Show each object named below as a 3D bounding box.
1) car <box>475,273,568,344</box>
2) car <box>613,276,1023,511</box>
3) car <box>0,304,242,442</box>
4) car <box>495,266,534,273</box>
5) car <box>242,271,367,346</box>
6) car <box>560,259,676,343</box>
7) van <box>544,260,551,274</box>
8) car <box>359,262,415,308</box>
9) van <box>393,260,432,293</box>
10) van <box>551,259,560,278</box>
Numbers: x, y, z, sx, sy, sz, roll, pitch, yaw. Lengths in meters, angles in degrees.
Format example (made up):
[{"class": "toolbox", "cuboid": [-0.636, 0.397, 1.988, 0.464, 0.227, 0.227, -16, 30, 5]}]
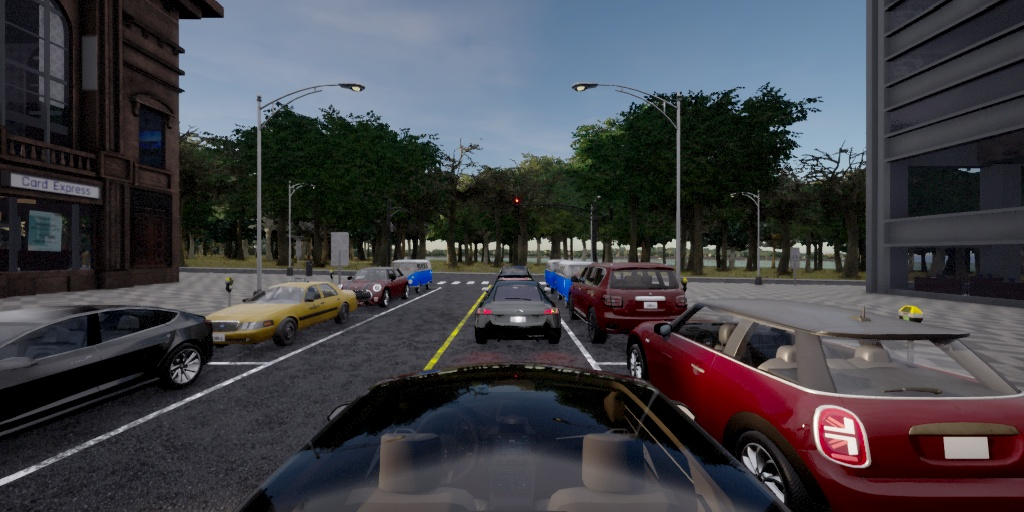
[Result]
[{"class": "car", "cuboid": [0.121, 1.314, 9.607, 1.994, 1.385, 4.181, 0, 0, 0]}, {"class": "car", "cuboid": [2.767, 1.190, 4.120, 1.967, 1.591, 4.097, 0, 0, 0]}, {"class": "car", "cuboid": [-5.758, 1.316, 4.138, 1.948, 1.339, 4.313, 0, 0, 0]}, {"class": "car", "cuboid": [0.136, 1.243, 18.488, 2.128, 1.511, 4.902, 0, 0, 0]}, {"class": "car", "cuboid": [-5.747, 1.275, 9.406, 1.751, 1.417, 4.829, 0, 0, 0]}, {"class": "car", "cuboid": [2.779, 1.065, 9.558, 2.192, 1.841, 5.009, 0, 0, 0]}, {"class": "van", "cuboid": [2.802, 1.092, 20.433, 1.690, 1.789, 3.998, 0, 0, 0]}, {"class": "car", "cuboid": [-5.735, 1.190, 15.013, 1.967, 1.591, 4.097, 0, 0, 0]}, {"class": "van", "cuboid": [-5.723, 1.092, 20.451, 1.690, 1.789, 3.998, 0, 0, 0]}, {"class": "van", "cuboid": [2.790, 1.092, 14.995, 1.690, 1.789, 3.998, 0, 0, 0]}]
